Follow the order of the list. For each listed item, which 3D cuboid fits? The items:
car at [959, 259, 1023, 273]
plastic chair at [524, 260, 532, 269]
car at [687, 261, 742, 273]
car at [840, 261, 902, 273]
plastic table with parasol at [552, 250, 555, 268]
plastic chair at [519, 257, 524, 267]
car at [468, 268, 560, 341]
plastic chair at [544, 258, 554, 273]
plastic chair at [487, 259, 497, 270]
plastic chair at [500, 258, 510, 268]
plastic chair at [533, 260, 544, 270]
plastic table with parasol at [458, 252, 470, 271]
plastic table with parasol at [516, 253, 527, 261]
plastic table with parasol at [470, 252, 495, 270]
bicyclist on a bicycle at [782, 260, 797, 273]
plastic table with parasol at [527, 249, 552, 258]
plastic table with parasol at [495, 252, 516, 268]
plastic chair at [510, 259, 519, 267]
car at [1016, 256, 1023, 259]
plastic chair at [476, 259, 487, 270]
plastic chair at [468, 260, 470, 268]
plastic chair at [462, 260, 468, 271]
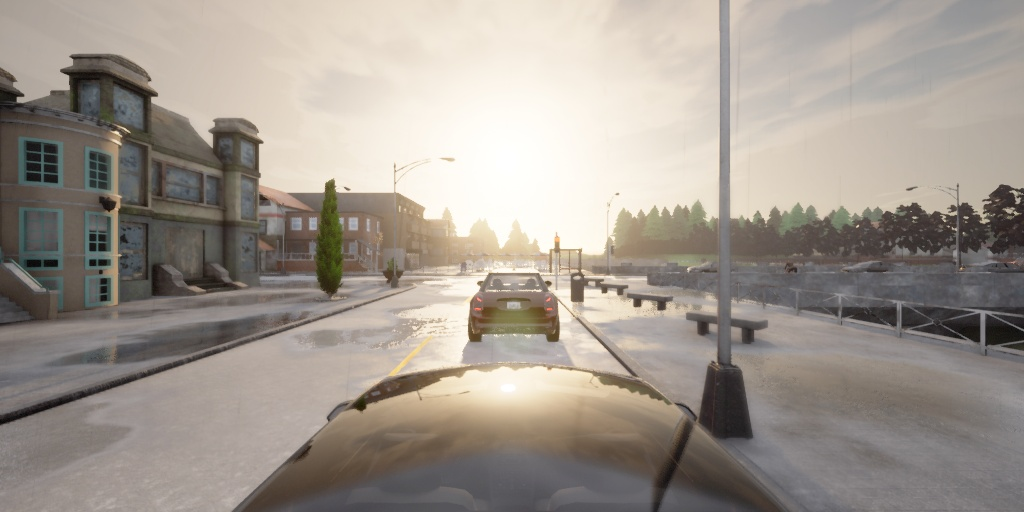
[{"bbox_3d":[40.464,1.255,29.898,4.892,1.490,1.837,0,0,1],"label":"car"},{"bbox_3d":[2.396,1.279,49.228,0.730,1.272,0.750,0,0,0],"label":"plastic chair"},{"bbox_3d":[19.235,1.241,34.077,4.902,1.511,2.128,0,0,0],"label":"car"},{"bbox_3d":[34.056,1.251,34.021,4.892,1.490,1.837,-1,0,0],"label":"car"},{"bbox_3d":[5.174,0.675,57.819,2.482,2.480,2.482,0,0,0],"label":"plastic table with parasol"},{"bbox_3d":[1.246,1.279,63.364,0.750,1.272,0.730,0,0,0],"label":"plastic chair"},{"bbox_3d":[0.065,1.102,9.995,2.097,1.767,4.553,0,0,1],"label":"car"},{"bbox_3d":[4.995,1.279,49.020,0.730,1.272,0.750,0,0,0],"label":"plastic chair"},{"bbox_3d":[-2.802,1.279,49.846,0.730,1.272,0.750,0,0,0],"label":"plastic chair"},{"bbox_3d":[-1.083,1.279,55.740,0.750,1.272,0.730,0,0,0],"label":"plastic chair"},{"bbox_3d":[3.592,1.279,47.924,0.750,1.272,0.730,0,0,0],"label":"plastic chair"},{"bbox_3d":[-6.950,0.675,56.569,2.482,2.480,2.482,0,0,0],"label":"plastic table with parasol"},{"bbox_3d":[1.366,0.675,64.542,2.482,2.480,2.482,0,0,0],"label":"plastic table with parasol"},{"bbox_3d":[-4.082,0.675,49.970,2.482,2.480,2.482,0,0,0],"label":"plastic table with parasol"},{"bbox_3d":[19.889,1.099,25.676,0.582,1.620,1.656,0,0,0],"label":"bicyclist on a bicycle"},{"bbox_3d":[3.736,0.675,49.194,2.482,2.480,2.482,0,0,0],"label":"plastic table with parasol"},{"bbox_3d":[-1.029,0.675,56.940,2.482,2.480,2.482,0,0,0],"label":"plastic table with parasol"},{"bbox_3d":[0.321,1.279,56.835,0.730,1.272,0.750,0,0,0],"label":"plastic chair"},{"bbox_3d":[49.145,0.720,33.882,4.553,1.767,2.097,0,0,0],"label":"car"},{"bbox_3d":[-4.206,1.279,48.750,0.750,1.272,0.730,0,0,0],"label":"plastic chair"},{"bbox_3d":[-5.401,1.279,50.054,0.730,1.272,0.750,0,0,0],"label":"plastic chair"},{"bbox_3d":[-6.880,1.279,55.391,0.750,1.272,0.730,0,0,0],"label":"plastic chair"}]
